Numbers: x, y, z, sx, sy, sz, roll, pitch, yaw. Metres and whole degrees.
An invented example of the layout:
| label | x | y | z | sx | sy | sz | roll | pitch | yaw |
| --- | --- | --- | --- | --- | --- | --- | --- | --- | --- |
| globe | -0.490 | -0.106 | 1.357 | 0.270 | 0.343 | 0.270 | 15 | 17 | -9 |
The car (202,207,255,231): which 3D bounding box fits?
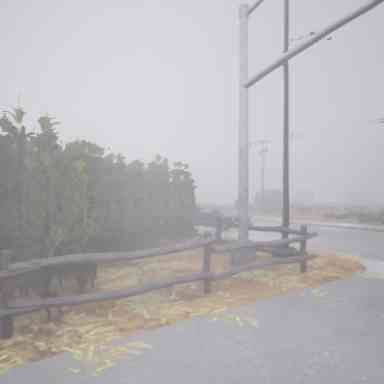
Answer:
| label | x | y | z | sx | sy | sz | roll | pitch | yaw |
| --- | --- | --- | --- | --- | --- | --- | --- | --- | --- |
| car | 1.715 | 1.644 | 21.029 | 1.895 | 1.301 | 4.718 | 0 | 0 | -35 |
